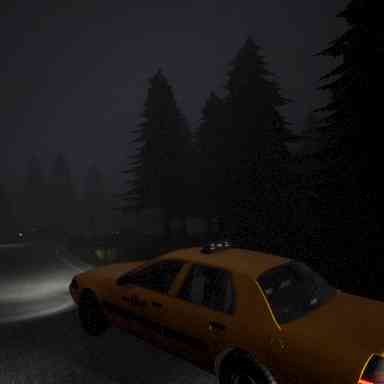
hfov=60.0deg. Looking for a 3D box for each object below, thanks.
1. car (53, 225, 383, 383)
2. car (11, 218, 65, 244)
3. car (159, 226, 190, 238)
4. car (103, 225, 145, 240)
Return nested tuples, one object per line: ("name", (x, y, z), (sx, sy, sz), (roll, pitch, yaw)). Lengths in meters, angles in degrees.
("car", (0.138, 1.441, 4.738), (5.366, 1.575, 1.801), (0, 1, 43))
("car", (-12.746, 3.225, 28.124), (2.150, 2.045, 5.566), (-4, -7, 7))
("car", (-2.319, 5.544, 46.264), (1.882, 1.535, 5.008), (-5, -8, 30))
("car", (-7.438, 4.510, 36.956), (2.033, 1.411, 5.357), (-4, -8, 20))
